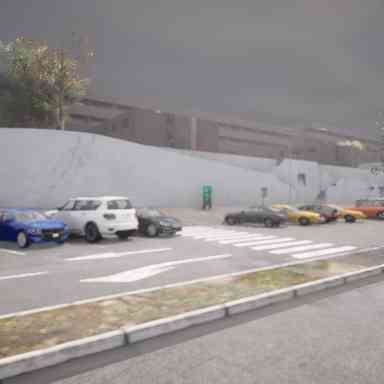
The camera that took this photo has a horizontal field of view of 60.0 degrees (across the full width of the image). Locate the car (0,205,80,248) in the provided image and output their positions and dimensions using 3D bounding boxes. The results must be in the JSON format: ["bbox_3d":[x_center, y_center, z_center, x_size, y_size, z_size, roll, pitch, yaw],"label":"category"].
[{"bbox_3d":[-7.591,1.509,14.919,5.008,1.535,2.097,-1,-1,34],"label":"car"}]

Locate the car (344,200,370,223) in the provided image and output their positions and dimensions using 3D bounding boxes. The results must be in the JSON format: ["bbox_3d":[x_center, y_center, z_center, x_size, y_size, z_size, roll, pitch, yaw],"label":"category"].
[{"bbox_3d":[11.971,1.742,28.686,5.366,1.575,1.946,-1,-2,34],"label":"car"}]

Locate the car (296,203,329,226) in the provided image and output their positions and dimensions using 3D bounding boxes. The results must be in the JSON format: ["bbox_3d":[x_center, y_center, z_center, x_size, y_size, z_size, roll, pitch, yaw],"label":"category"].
[{"bbox_3d":[7.118,1.668,25.217,5.366,1.575,1.946,-1,-1,34],"label":"car"}]

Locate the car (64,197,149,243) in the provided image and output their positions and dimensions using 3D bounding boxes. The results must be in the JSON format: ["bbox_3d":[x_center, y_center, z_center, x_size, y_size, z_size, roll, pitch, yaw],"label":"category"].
[{"bbox_3d":[-5.192,1.279,16.663,5.566,2.045,2.435,-1,-1,34],"label":"car"}]

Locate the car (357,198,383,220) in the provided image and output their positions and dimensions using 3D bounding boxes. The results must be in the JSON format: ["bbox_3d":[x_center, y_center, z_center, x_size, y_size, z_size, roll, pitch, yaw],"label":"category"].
[{"bbox_3d":[16.694,1.689,32.243,4.553,1.767,2.185,-1,-1,34],"label":"car"}]

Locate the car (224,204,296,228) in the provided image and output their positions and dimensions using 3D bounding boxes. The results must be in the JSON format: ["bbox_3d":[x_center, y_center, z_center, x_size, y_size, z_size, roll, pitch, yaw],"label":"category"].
[{"bbox_3d":[4.539,1.680,23.580,4.674,1.452,2.002,-1,-1,34],"label":"car"}]

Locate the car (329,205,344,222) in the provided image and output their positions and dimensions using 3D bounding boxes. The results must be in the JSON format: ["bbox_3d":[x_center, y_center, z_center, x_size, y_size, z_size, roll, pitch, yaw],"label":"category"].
[{"bbox_3d":[9.364,1.740,27.068,4.792,1.488,2.163,-1,-1,34],"label":"car"}]

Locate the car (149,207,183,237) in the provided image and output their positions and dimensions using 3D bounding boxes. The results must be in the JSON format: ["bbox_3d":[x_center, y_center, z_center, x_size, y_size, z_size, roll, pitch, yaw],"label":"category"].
[{"bbox_3d":[-2.741,1.556,18.392,4.892,1.521,2.231,-1,-1,34],"label":"car"}]
